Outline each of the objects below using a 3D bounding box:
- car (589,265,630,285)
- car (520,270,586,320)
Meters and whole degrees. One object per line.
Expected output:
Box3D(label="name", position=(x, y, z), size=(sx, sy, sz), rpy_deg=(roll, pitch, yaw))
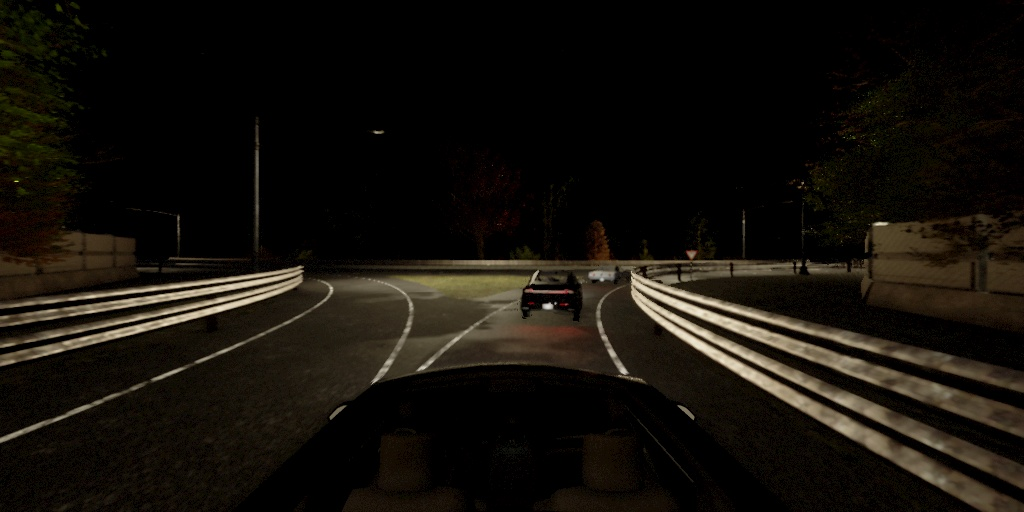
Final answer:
Box3D(label="car", position=(7.304, 1.336, 26.430), size=(1.895, 1.301, 4.718), rpy_deg=(0, 0, 31))
Box3D(label="car", position=(1.515, 1.229, 12.631), size=(2.128, 1.511, 4.902), rpy_deg=(0, 0, 12))
